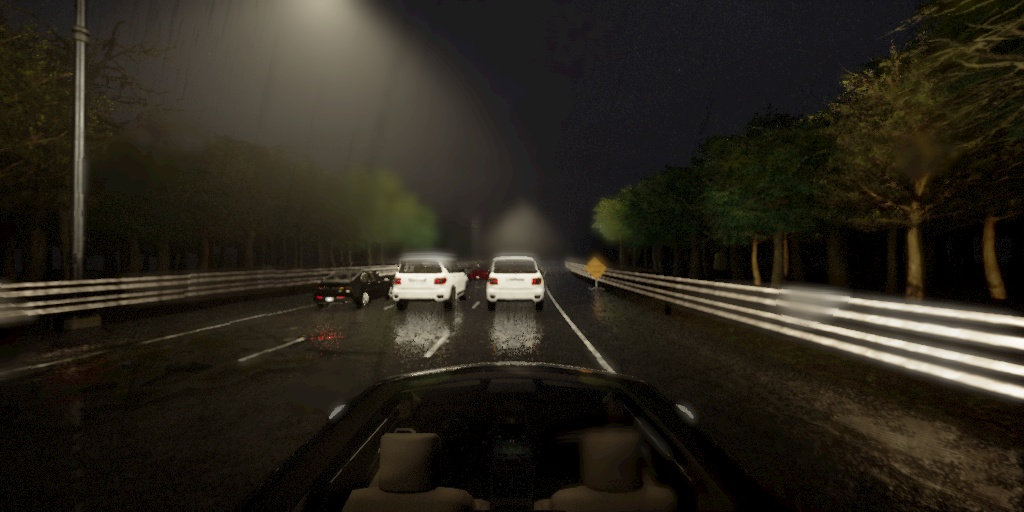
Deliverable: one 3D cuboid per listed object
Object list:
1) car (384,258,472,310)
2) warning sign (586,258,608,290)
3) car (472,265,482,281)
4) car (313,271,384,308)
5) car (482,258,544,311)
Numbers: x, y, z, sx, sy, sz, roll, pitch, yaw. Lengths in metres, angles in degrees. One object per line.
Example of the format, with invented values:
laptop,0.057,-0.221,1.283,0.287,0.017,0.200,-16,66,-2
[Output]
car,-3.310,1.089,15.546,2.150,2.045,5.566,0,0,2
warning sign,4.954,1.034,20.998,1.300,1.860,1.060,0,0,3
car,-2.546,1.515,30.683,1.812,1.442,4.674,0,0,4
car,-6.795,1.383,15.932,1.837,1.490,4.892,0,0,2
car,0.188,1.089,15.430,2.150,2.045,5.566,0,0,2
